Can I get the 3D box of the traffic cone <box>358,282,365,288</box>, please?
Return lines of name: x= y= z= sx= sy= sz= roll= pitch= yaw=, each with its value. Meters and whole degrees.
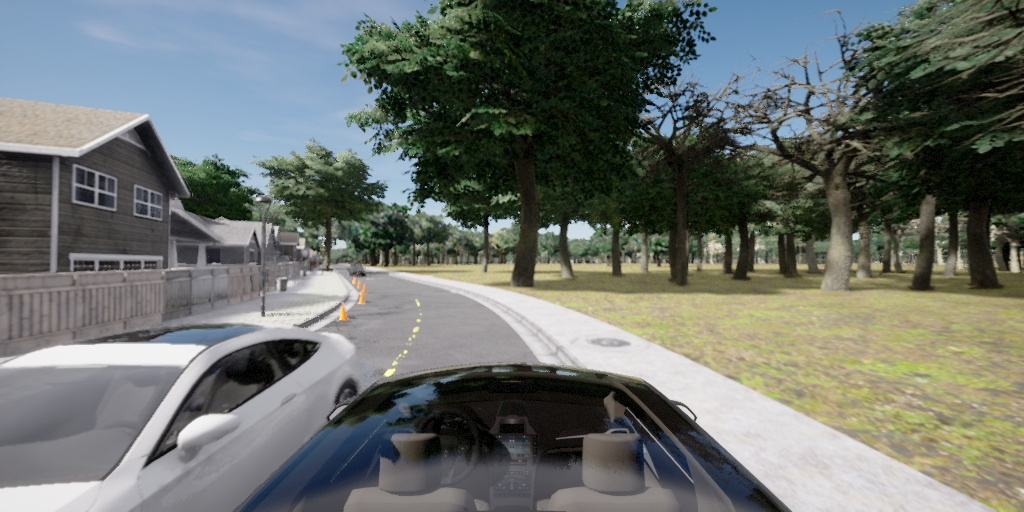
traffic cone: x=-8.625 y=1.932 z=20.916 sx=0.340 sy=0.580 sz=0.340 roll=0 pitch=0 yaw=-24

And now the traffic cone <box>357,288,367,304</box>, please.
traffic cone: x=-6.904 y=1.881 z=16.474 sx=0.340 sy=0.580 sz=0.340 roll=0 pitch=0 yaw=-18

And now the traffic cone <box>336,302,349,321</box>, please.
traffic cone: x=-5.610 y=1.829 z=11.888 sx=0.340 sy=0.580 sz=0.340 roll=0 pitch=0 yaw=-13

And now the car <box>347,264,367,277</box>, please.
car: x=-18.931 y=1.759 z=43.573 sx=1.837 sy=1.490 sz=4.892 roll=0 pitch=-1 yaw=-27

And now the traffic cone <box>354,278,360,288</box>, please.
traffic cone: x=-10.768 y=1.981 z=25.272 sx=0.340 sy=0.580 sz=0.340 roll=0 pitch=0 yaw=-27

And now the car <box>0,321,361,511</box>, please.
car: x=-2.584 y=1.289 z=2.471 sx=1.812 sy=1.442 sz=4.674 roll=0 pitch=-1 yaw=-3

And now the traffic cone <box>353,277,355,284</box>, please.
traffic cone: x=-13.054 y=2.033 z=29.719 sx=0.340 sy=0.580 sz=0.340 roll=0 pitch=0 yaw=-27
